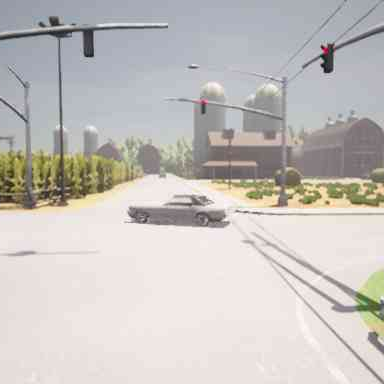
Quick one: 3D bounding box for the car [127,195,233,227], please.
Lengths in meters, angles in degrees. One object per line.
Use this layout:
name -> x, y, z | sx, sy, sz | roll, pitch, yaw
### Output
car -> -0.567, 0.780, 15.398 | 4.718, 1.301, 1.895 | 1, 4, 17

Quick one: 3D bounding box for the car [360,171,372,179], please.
car -> 41.534, -3.895, 78.949 | 1.905, 1.878, 3.866 | 11, 12, 40
